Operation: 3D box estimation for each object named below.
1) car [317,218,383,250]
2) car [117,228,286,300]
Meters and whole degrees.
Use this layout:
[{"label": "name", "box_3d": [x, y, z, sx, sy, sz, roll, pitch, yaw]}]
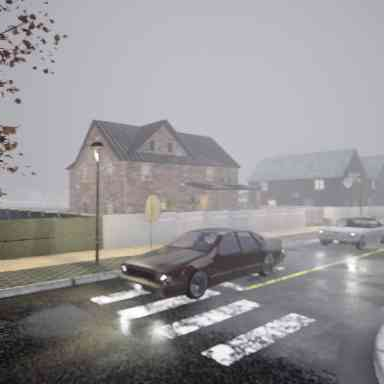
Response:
[{"label": "car", "box_3d": [8.060, 1.954, 16.381, 4.718, 1.301, 1.895, 1, -2, -42]}, {"label": "car", "box_3d": [0.637, 1.730, 9.214, 2.033, 1.411, 5.357, -1, -2, 43]}]
